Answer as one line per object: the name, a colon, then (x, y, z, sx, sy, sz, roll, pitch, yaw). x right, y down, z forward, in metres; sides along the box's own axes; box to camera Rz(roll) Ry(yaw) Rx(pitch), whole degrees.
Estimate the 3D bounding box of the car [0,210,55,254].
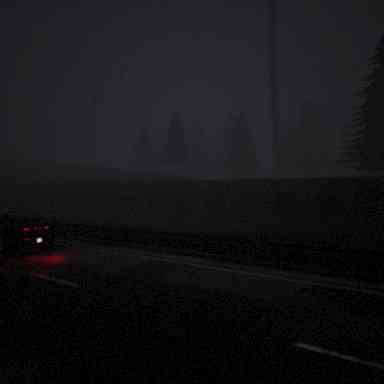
car: (-7.584, 1.507, 13.665, 4.892, 1.490, 1.837, 0, 0, 36)
